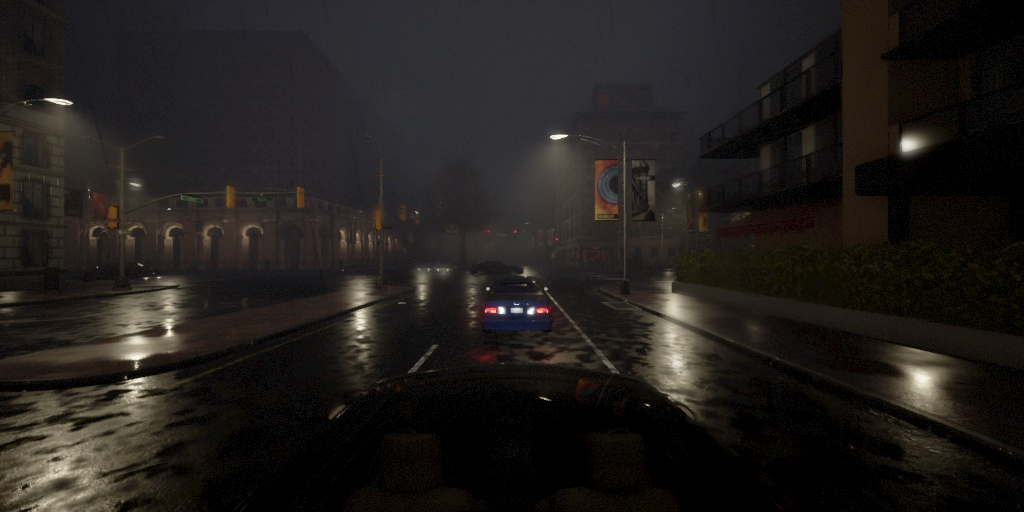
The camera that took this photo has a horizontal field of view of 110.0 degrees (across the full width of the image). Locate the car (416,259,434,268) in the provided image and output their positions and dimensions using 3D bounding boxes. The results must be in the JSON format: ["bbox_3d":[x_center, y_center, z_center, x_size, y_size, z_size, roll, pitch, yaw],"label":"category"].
[{"bbox_3d":[-14.529,1.228,61.766,1.882,1.535,5.008,0,0,1],"label":"car"}]

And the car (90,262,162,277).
[{"bbox_3d":[-37.192,1.297,34.567,5.357,1.411,2.033,0,0,0],"label":"car"}]

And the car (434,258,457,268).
[{"bbox_3d":[-11.062,1.102,59.697,2.097,1.767,4.553,0,0,1],"label":"car"}]

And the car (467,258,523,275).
[{"bbox_3d":[-1.453,1.227,34.440,5.008,1.535,1.882,0,0,0],"label":"car"}]

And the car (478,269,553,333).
[{"bbox_3d":[0.144,1.297,10.749,2.033,1.411,5.357,0,0,1],"label":"car"}]
